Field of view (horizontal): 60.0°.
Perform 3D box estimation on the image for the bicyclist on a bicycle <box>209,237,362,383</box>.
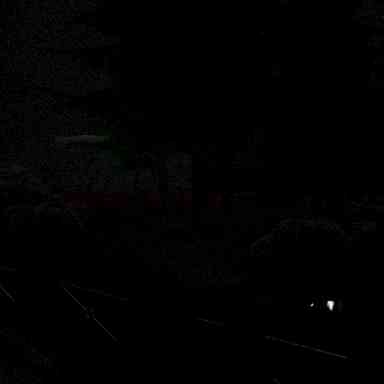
[{"bbox_3d":[0.866,1.281,3.423,1.656,1.620,0.582,2,0,37],"label":"bicyclist on a bicycle"}]
